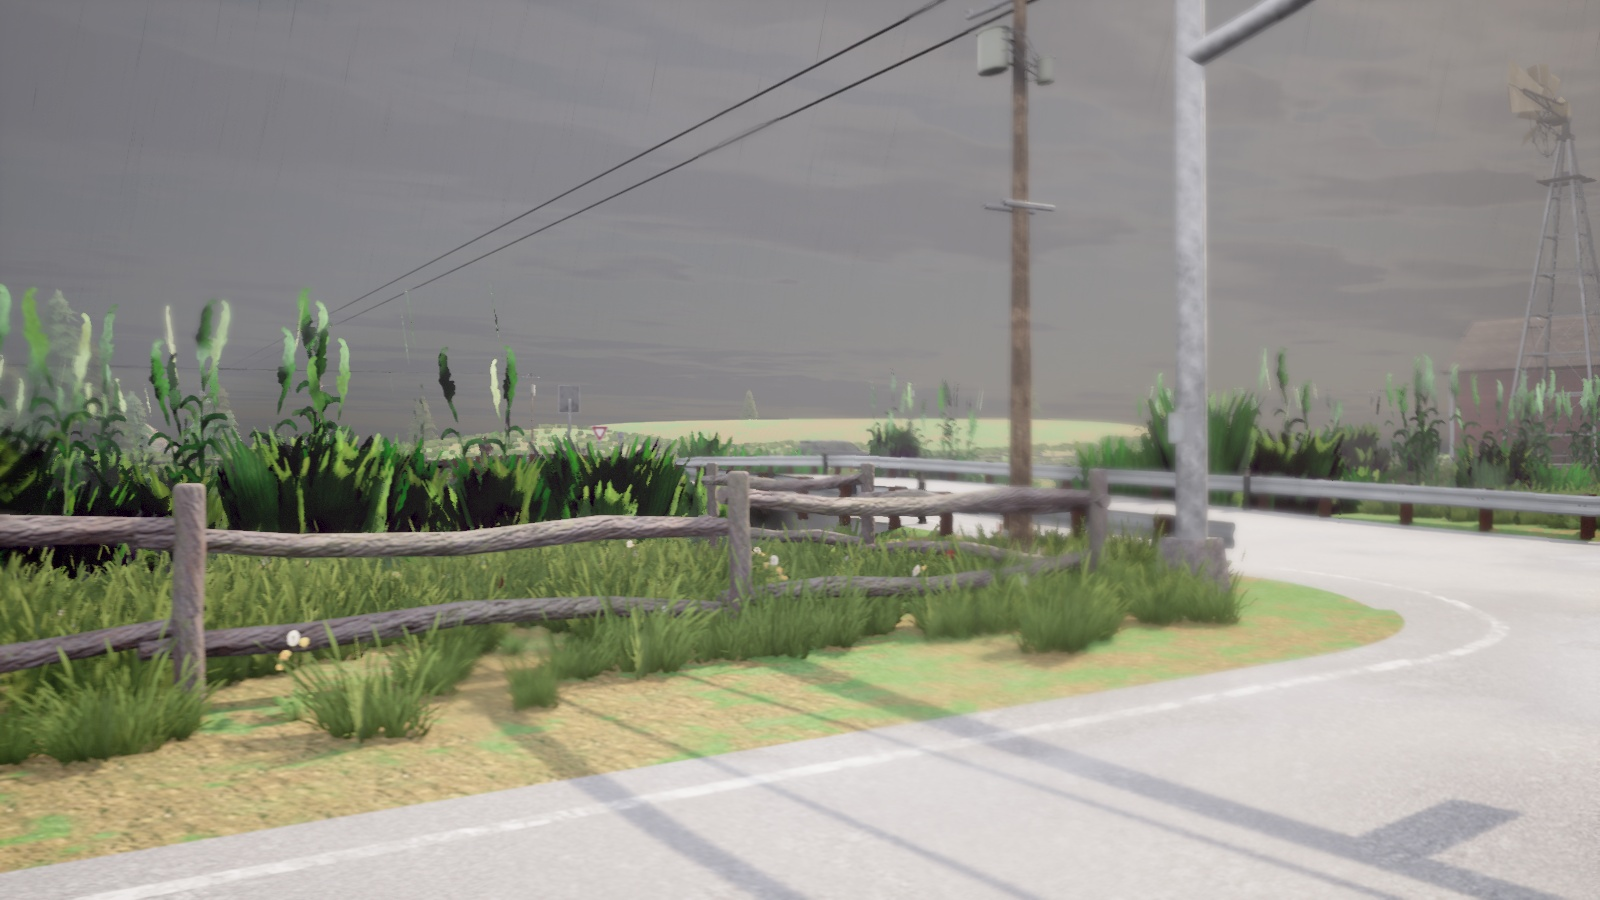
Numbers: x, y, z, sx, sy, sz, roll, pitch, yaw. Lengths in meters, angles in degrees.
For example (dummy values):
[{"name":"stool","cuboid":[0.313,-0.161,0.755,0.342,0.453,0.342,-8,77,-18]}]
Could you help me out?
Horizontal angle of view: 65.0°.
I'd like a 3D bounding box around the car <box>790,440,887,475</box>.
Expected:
[{"name":"car","cuboid":[2.347,0.445,75.996,5.566,2.045,2.150,0,0,-32]}]
